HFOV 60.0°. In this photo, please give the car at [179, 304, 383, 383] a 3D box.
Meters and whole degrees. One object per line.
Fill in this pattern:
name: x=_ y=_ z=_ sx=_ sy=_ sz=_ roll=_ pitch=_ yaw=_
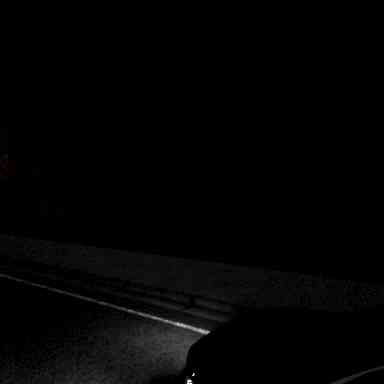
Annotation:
car: x=2.122 y=1.500 z=2.172 sx=4.892 sy=1.490 sz=1.837 roll=-1 pitch=0 yaw=35
